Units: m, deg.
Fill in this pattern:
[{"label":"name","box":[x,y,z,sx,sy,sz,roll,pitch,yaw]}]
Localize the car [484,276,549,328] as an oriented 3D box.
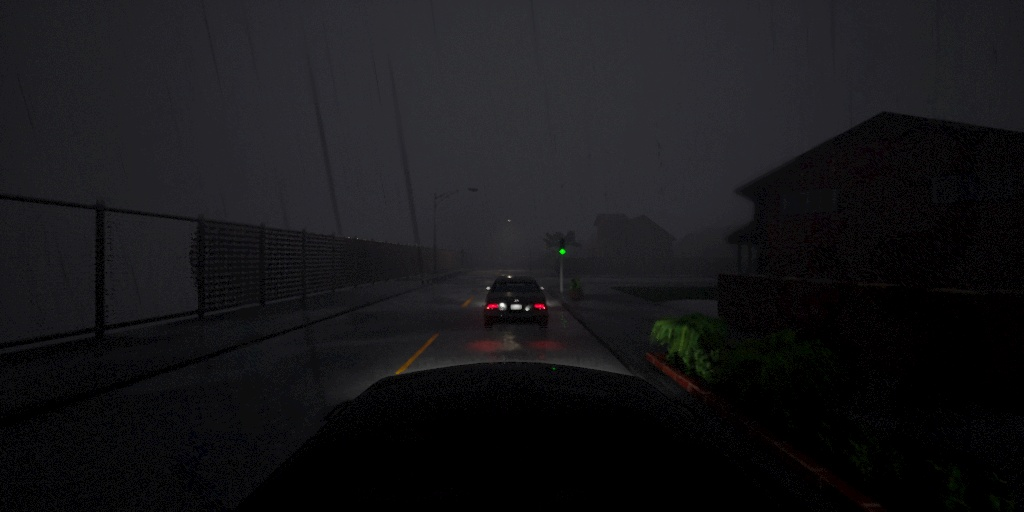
[{"label":"car","box":[0.109,1.355,11.631,2.033,1.411,5.357,0,0,0]}]
